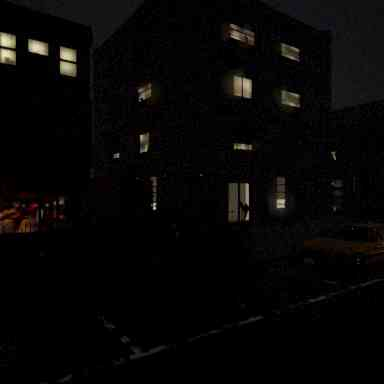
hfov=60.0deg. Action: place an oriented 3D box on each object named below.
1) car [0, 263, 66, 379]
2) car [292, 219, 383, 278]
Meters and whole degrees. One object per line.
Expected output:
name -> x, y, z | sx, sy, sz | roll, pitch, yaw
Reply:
car -> -3.804, 1.551, 3.848 | 4.403, 1.369, 2.008 | 0, 0, -36
car -> 5.048, 1.526, 10.170 | 4.829, 1.417, 1.752 | 0, 0, -36
